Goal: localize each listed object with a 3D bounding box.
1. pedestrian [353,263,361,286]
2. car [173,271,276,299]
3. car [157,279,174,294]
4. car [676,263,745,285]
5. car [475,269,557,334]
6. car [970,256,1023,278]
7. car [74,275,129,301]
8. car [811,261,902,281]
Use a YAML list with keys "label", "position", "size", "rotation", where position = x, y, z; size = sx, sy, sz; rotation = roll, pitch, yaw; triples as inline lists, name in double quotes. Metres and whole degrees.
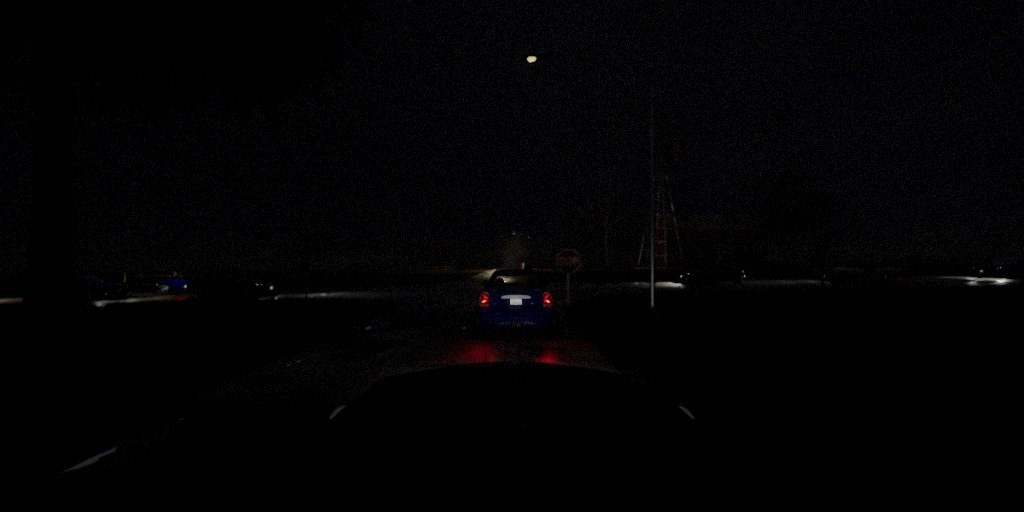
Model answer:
- label: "pedestrian"
  position: [-12.149, 1.430, 28.076]
  size: [0.375, 1.860, 0.375]
  rotation: [0, 2, 0]
- label: "car"
  position: [-17.291, 1.753, 22.131]
  size: [4.902, 1.511, 2.128]
  rotation: [-1, 1, 0]
- label: "car"
  position: [-21.843, 1.796, 25.106]
  size: [5.008, 1.535, 1.882]
  rotation: [-1, 1, 0]
- label: "car"
  position: [13.748, 1.202, 24.919]
  size: [4.181, 1.385, 1.994]
  rotation: [-1, 1, 0]
- label: "car"
  position: [0.103, 1.181, 11.061]
  size: [2.097, 1.767, 4.553]
  rotation: [0, -1, 0]
- label: "car"
  position: [34.817, 0.735, 24.785]
  size: [4.674, 1.442, 1.812]
  rotation: [-1, 1, 1]
- label: "car"
  position: [-26.762, 1.913, 22.183]
  size: [5.008, 1.535, 1.882]
  rotation: [-1, 1, 1]
- label: "car"
  position: [23.743, 1.038, 24.861]
  size: [4.718, 1.301, 1.895]
  rotation: [-1, 1, 0]
